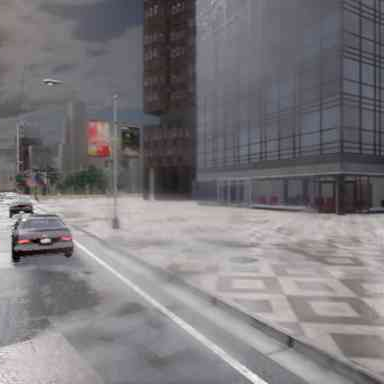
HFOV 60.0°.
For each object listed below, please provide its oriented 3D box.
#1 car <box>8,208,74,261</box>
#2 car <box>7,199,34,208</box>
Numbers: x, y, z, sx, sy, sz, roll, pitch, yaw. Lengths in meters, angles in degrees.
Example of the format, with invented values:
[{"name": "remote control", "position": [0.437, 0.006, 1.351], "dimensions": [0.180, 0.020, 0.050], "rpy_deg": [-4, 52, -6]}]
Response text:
[{"name": "car", "position": [-5.629, 1.519, 12.280], "dimensions": [2.033, 1.411, 5.357], "rpy_deg": [0, 0, -29]}, {"name": "car", "position": [-15.310, 1.439, 29.827], "dimensions": [1.837, 1.490, 4.892], "rpy_deg": [0, 0, -29]}]
